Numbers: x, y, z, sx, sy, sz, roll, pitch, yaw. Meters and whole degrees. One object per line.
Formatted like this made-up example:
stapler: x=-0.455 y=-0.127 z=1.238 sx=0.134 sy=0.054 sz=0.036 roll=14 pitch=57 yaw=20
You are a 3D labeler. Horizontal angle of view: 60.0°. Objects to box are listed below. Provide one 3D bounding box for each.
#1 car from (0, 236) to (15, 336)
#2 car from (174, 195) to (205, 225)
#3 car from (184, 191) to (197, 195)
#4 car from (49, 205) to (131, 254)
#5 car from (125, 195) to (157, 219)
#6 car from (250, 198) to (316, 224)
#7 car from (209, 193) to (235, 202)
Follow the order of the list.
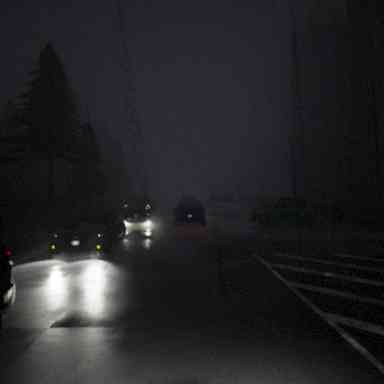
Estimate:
car: x=-3.614 y=1.192 z=2.563 sx=2.150 sy=2.045 sz=5.566 roll=0 pitch=1 yaw=-1
car: x=-0.163 y=1.215 z=21.829 sx=1.882 sy=1.535 sz=5.008 roll=0 pitch=1 yaw=-1
car: x=-0.482 y=0.980 z=45.513 sx=1.812 sy=1.442 sz=4.674 roll=0 pitch=0 yaw=-1
car: x=-3.752 y=1.415 z=12.577 sx=1.994 sy=1.385 sz=4.181 roll=0 pitch=1 yaw=-1
car: x=-3.896 y=1.050 z=25.253 sx=2.097 sy=1.767 sz=4.553 roll=0 pitch=1 yaw=0
car: x=5.784 y=1.221 z=21.407 sx=3.988 sy=1.617 sz=1.851 roll=0 pitch=1 yaw=-1
car: x=4.869 y=0.893 z=54.405 sx=4.181 sy=1.381 sz=1.994 roll=0 pitch=1 yaw=-1
